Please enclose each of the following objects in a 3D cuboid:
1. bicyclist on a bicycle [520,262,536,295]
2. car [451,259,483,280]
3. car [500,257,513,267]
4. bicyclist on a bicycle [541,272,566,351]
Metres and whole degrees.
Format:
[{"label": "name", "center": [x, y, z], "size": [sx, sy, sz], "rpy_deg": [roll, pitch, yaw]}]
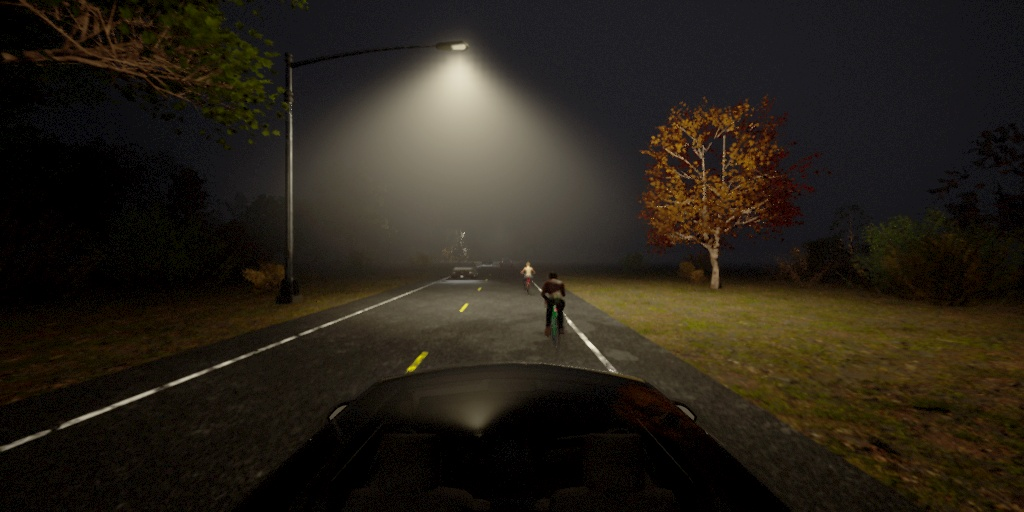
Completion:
[{"label": "bicyclist on a bicycle", "center": [0.822, 1.119, 18.305], "size": [0.866, 1.612, 1.509], "rpy_deg": [0, 0, -1]}, {"label": "car", "center": [-3.907, 1.180, 30.334], "size": [2.033, 1.411, 5.357], "rpy_deg": [0, 0, -1]}, {"label": "car", "center": [-0.862, 1.043, 57.465], "size": [1.812, 1.442, 4.674], "rpy_deg": [0, 0, -1]}, {"label": "bicyclist on a bicycle", "center": [0.936, 1.177, 7.954], "size": [0.582, 1.620, 1.656], "rpy_deg": [0, 0, 0]}]
